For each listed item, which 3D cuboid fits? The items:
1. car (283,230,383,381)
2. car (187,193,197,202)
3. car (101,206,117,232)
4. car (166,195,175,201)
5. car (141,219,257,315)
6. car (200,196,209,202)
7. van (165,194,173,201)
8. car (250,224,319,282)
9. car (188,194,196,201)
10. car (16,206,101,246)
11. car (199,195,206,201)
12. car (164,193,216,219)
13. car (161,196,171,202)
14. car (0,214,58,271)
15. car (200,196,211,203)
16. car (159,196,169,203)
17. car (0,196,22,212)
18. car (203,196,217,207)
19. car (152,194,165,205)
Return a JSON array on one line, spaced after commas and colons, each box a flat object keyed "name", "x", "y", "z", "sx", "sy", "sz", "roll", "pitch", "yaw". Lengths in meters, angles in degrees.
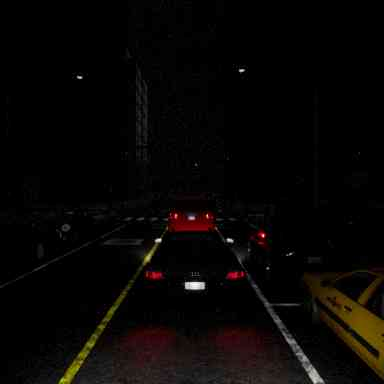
[{"name": "car", "x": 2.758, "y": 1.525, "z": 4.257, "sx": 1.752, "sy": 1.417, "sz": 4.829, "roll": 0, "pitch": 0, "yaw": 0}, {"name": "car", "x": -0.052, "y": 1.251, "z": 78.353, "sx": 2.150, "sy": 2.045, "sz": 5.566, "roll": 0, "pitch": 0, "yaw": 0}, {"name": "car", "x": -5.777, "y": 1.527, "z": 20.280, "sx": 1.752, "sy": 1.417, "sz": 4.829, "roll": 0, "pitch": 0, "yaw": 0}, {"name": "car", "x": -5.823, "y": 1.585, "z": 90.484, "sx": 2.008, "sy": 1.369, "sz": 4.403, "roll": 0, "pitch": 0, "yaw": 0}, {"name": "car", "x": 0.054, "y": 1.564, "z": 7.670, "sx": 1.994, "sy": 1.385, "sz": 4.181, "roll": 0, "pitch": 0, "yaw": 0}, {"name": "car", "x": 2.713, "y": 1.568, "z": 74.177, "sx": 1.887, "sy": 1.381, "sz": 4.507, "roll": 0, "pitch": 0, "yaw": 0}, {"name": "van", "x": -5.820, "y": 1.371, "z": 85.046, "sx": 1.690, "sy": 1.788, "sz": 3.998, "roll": 0, "pitch": 0, "yaw": 0}, {"name": "car", "x": 2.755, "y": 1.566, "z": 9.544, "sx": 1.947, "sy": 1.339, "sz": 4.313, "roll": 0, "pitch": 0, "yaw": 0}, {"name": "car", "x": -0.059, "y": 1.388, "z": 88.968, "sx": 2.097, "sy": 1.767, "sz": 4.553, "roll": 0, "pitch": 0, "yaw": 0}, {"name": "car", "x": -5.774, "y": 1.441, "z": 14.994, "sx": 1.967, "sy": 1.590, "sz": 4.097, "roll": 0, "pitch": 0, "yaw": 0}, {"name": "car", "x": 2.705, "y": 1.556, "z": 85.222, "sx": 1.752, "sy": 1.417, "sz": 4.829, "roll": 0, "pitch": 0, "yaw": 0}, {"name": "car", "x": -0.008, "y": 1.222, "z": 17.091, "sx": 2.150, "sy": 2.045, "sz": 5.566, "roll": 0, "pitch": 0, "yaw": 0}, {"name": "car", "x": -5.812, "y": 1.548, "z": 74.001, "sx": 1.752, "sy": 1.417, "sz": 4.829, "roll": 0, "pitch": 0, "yaw": 0}, {"name": "car", "x": -5.771, "y": 1.545, "z": 9.537, "sx": 1.887, "sy": 1.381, "sz": 4.507, "roll": 0, "pitch": 0, "yaw": 0}, {"name": "car", "x": 2.716, "y": 1.570, "z": 68.739, "sx": 2.008, "sy": 1.369, "sz": 4.403, "roll": 0, "pitch": 0, "yaw": 0}, {"name": "car", "x": -5.809, "y": 1.602, "z": 68.733, "sx": 1.802, "sy": 1.307, "sz": 4.206, "roll": 0, "pitch": 0, "yaw": 0}, {"name": "car", "x": -17.940, "y": 1.171, "z": 31.902, "sx": 4.902, "sy": 1.511, "sz": 2.128, "roll": 1, "pitch": 0, "yaw": 0}, {"name": "car", "x": 2.727, "y": 1.452, "z": 52.426, "sx": 1.967, "sy": 1.590, "sz": 4.097, "roll": 0, "pitch": 0, "yaw": 0}, {"name": "car", "x": -5.802, "y": 1.329, "z": 57.858, "sx": 2.192, "sy": 1.841, "sz": 5.009, "roll": 0, "pitch": 0, "yaw": 0}]
